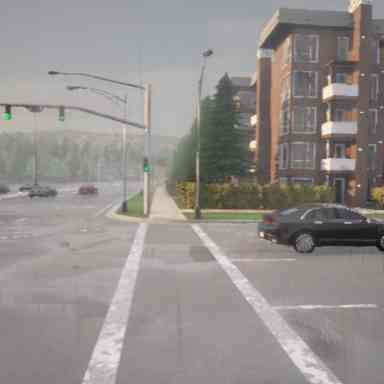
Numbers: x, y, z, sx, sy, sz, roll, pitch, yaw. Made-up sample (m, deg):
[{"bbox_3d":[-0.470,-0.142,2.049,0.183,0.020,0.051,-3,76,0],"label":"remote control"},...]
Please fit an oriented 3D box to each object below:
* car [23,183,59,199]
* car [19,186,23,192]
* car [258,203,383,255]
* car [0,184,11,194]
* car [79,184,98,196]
[{"bbox_3d":[-16.647,-0.023,37.443,2.033,1.411,5.357,1,2,-6],"label":"car"},{"bbox_3d":[-26.581,-0.778,54.826,2.033,1.411,5.357,1,2,-5],"label":"car"},{"bbox_3d":[4.699,1.164,11.261,4.892,1.490,1.837,1,1,-8],"label":"car"},{"bbox_3d":[-25.408,-0.345,43.006,2.033,1.411,5.357,1,2,-5],"label":"car"},{"bbox_3d":[-13.887,-0.313,44.824,1.882,1.535,5.008,1,2,-6],"label":"car"}]
